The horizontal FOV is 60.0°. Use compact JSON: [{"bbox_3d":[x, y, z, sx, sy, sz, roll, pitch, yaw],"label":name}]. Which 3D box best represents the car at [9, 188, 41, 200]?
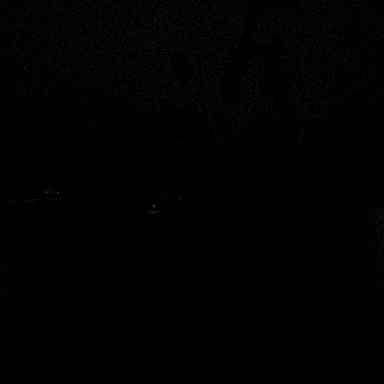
[{"bbox_3d":[-24.576,0.269,48.080,5.357,1.411,2.033,3,4,39],"label":"car"}]

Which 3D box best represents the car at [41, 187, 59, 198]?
[{"bbox_3d":[-22.149,-0.020,50.605,4.553,1.767,2.097,3,4,39],"label":"car"}]

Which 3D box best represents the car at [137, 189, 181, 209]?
[{"bbox_3d":[-3.708,0.676,35.746,5.566,2.045,2.150,1,3,39],"label":"car"}]

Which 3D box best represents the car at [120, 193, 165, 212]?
[{"bbox_3d":[-5.105,1.142,32.397,4.181,1.385,1.994,1,3,39],"label":"car"}]
